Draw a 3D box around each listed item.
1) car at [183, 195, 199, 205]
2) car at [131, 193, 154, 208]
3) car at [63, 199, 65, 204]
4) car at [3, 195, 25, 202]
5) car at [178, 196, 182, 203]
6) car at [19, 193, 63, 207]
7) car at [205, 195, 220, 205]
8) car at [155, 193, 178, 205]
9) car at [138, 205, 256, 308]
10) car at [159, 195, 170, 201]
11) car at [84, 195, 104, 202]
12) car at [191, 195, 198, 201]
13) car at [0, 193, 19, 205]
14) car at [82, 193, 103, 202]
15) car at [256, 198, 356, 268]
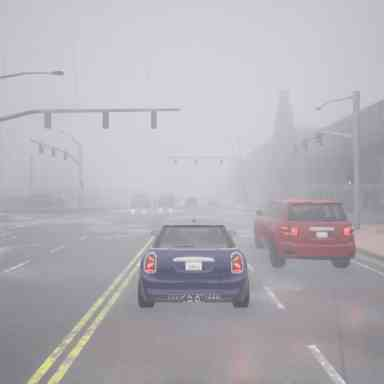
[{"bbox_3d":[-0.055,1.504,52.462,1.837,1.490,4.892,0,0,1],"label":"car"},{"bbox_3d":[-7.321,1.222,48.184,2.150,2.045,5.566,0,0,1],"label":"car"},{"bbox_3d":[-21.523,1.156,50.558,3.866,1.878,1.905,0,0,0],"label":"car"},{"bbox_3d":[-39.050,1.363,73.030,3.905,1.438,1.784,0,0,0],"label":"car"},{"bbox_3d":[-3.441,1.525,64.468,1.812,1.442,4.674,0,0,2],"label":"car"},{"bbox_3d":[-21.573,1.153,47.663,4.605,1.855,1.932,0,0,0],"label":"car"},{"bbox_3d":[3.452,1.525,53.507,1.812,1.442,4.674,0,0,1],"label":"car"},{"bbox_3d":[-3.783,1.221,50.607,2.150,2.045,5.566,0,0,1],"label":"car"},{"bbox_3d":[0.040,1.352,8.092,2.097,1.767,4.553,0,0,0],"label":"car"},{"bbox_3d":[-6.528,1.478,79.697,2.033,1.411,5.357,0,0,1],"label":"car"},{"bbox_3d":[-21.583,1.395,73.076,3.806,1.475,1.970,0,0,0],"label":"car"},{"bbox_3d":[0.652,1.477,87.062,1.882,1.535,5.008,0,0,1],"label":"car"},{"bbox_3d":[-39.110,1.153,70.134,4.605,1.855,1.932,0,0,0],"label":"car"},{"bbox_3d":[-21.590,1.155,70.181,3.866,1.878,1.905,0,0,0],"label":"car"},{"bbox_3d":[3.535,1.221,11.433,2.150,2.045,5.566,0,0,2],"label":"car"}]
